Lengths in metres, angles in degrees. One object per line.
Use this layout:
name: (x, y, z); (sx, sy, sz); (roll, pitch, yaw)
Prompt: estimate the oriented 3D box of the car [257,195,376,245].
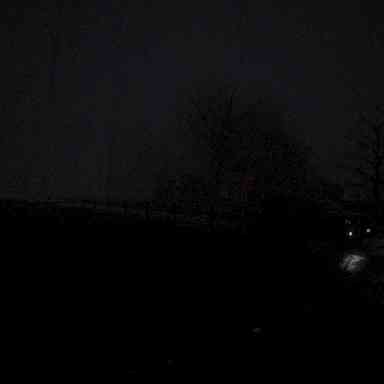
car: (5.635, 1.193, 15.882); (2.150, 2.045, 5.566); (-1, 1, -35)
